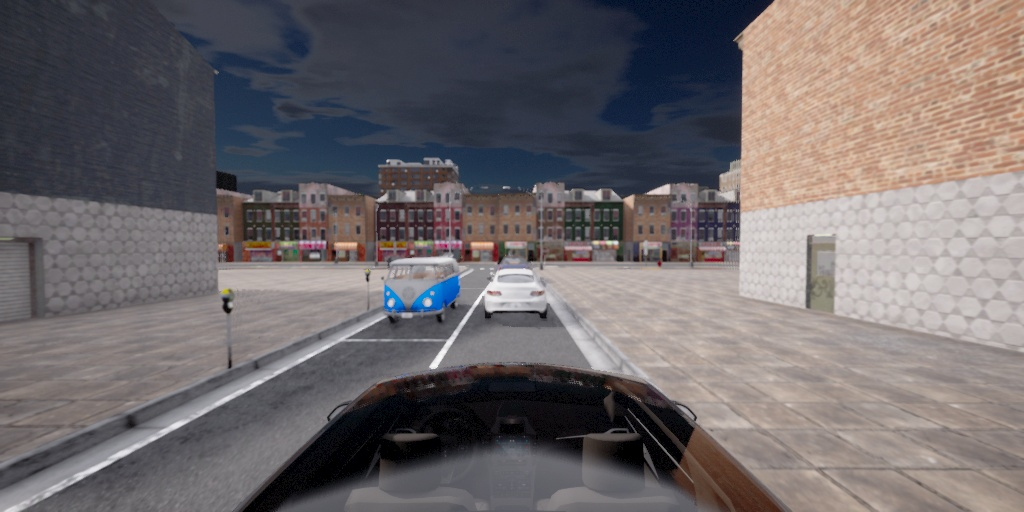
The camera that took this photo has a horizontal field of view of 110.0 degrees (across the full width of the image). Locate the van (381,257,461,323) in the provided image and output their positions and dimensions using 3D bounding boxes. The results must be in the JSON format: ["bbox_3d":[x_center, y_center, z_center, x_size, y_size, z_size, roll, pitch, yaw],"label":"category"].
[{"bbox_3d":[-2.619,0.928,11.092,1.690,1.789,3.998,0,0,0],"label":"van"}]

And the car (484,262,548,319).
[{"bbox_3d":[0.121,1.101,11.764,1.812,1.442,4.674,0,1,0],"label":"car"}]

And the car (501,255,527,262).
[{"bbox_3d":[0.137,0.752,22.044,2.097,1.767,4.553,0,1,0],"label":"car"}]
